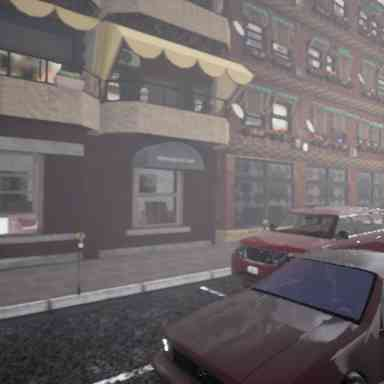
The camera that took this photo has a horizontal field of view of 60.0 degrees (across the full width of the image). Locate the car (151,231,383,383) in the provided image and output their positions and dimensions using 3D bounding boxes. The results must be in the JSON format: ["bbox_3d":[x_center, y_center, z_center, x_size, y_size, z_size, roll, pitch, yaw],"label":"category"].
[{"bbox_3d":[2.177,1.556,4.513,5.357,1.411,2.033,0,0,-36],"label":"car"}]

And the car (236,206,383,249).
[{"bbox_3d":[3.332,1.330,8.482,5.009,1.841,2.192,0,1,-36],"label":"car"}]
